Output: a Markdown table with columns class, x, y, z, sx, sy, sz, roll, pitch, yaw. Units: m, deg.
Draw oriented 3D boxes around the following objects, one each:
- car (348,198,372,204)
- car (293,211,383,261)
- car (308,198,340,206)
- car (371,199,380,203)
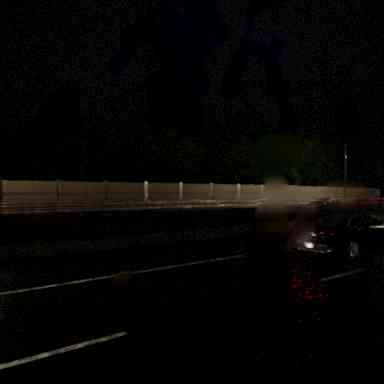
| class | x | y | z | sx | sy | sz | roll | pitch | yaw |
| --- | --- | --- | --- | --- | --- | --- | --- | --- | --- |
| car | 20.839 | 1.509 | 40.292 | 5.008 | 1.535 | 1.882 | 1 | 0 | -35 |
| car | 5.758 | 1.465 | 12.156 | 4.892 | 1.490 | 1.837 | 0 | 0 | -36 |
| car | 16.524 | 1.507 | 41.539 | 4.902 | 1.511 | 2.128 | 1 | 0 | -35 |
| car | 22.875 | 1.580 | 37.445 | 5.357 | 1.411 | 2.033 | 0 | 0 | -35 |
